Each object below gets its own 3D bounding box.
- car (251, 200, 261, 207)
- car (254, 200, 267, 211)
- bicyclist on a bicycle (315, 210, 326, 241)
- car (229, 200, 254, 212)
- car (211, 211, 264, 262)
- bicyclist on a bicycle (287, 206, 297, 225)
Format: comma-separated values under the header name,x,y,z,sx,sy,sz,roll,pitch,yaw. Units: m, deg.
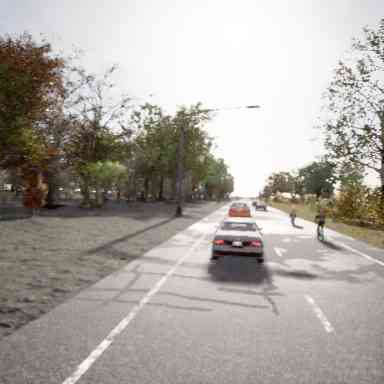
name,x,y,z,sx,sy,sz,roll,pitch,yaw
car,13.960,2.517,72.617,1.837,1.490,4.892,2,0,8
car,11.732,2.370,56.704,2.033,1.411,5.357,2,0,8
bicyclist on a bicycle,6.947,1.830,18.035,0.582,1.620,1.656,2,-1,8
car,4.660,1.748,32.530,2.097,1.767,4.553,2,0,8
car,1.794,1.703,12.979,2.033,1.411,5.357,2,0,8
bicyclist on a bicycle,8.359,1.931,27.547,0.866,1.612,1.509,2,0,8
